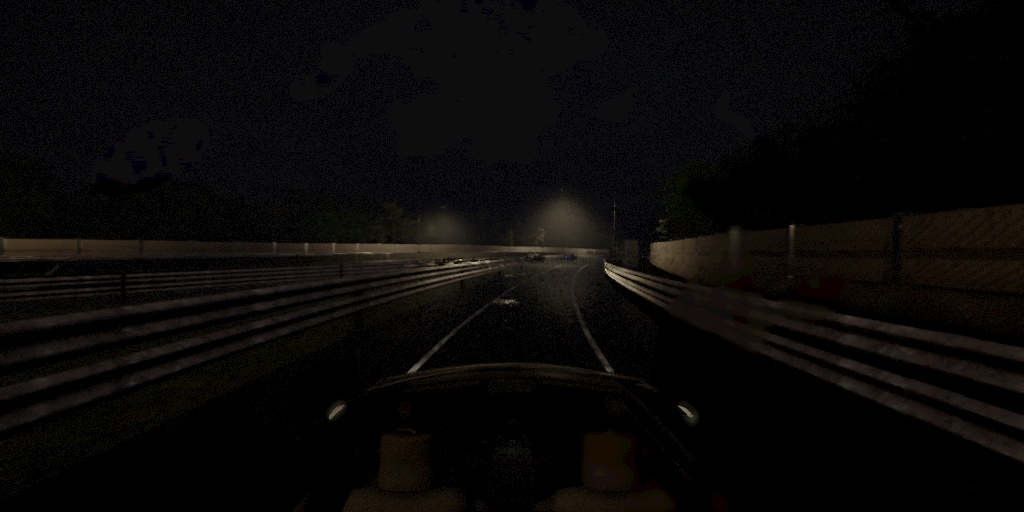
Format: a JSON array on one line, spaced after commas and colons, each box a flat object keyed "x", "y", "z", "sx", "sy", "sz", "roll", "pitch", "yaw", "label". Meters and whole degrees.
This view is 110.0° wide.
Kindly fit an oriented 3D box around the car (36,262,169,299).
[{"x": -21.189, "y": 1.092, "z": 18.867, "sx": 2.097, "sy": 1.767, "sz": 4.553, "roll": 1, "pitch": 2, "yaw": 31, "label": "car"}]

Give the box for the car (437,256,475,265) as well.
[{"x": -6.572, "y": 0.744, "z": 42.705, "sx": 2.033, "sy": 1.411, "sz": 5.357, "roll": 1, "pitch": 2, "yaw": 31, "label": "car"}]

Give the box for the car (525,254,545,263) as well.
[{"x": 3.922, "y": 0.347, "z": 59.819, "sx": 2.128, "sy": 1.511, "sz": 4.902, "roll": 1, "pitch": 1, "yaw": 31, "label": "car"}]
